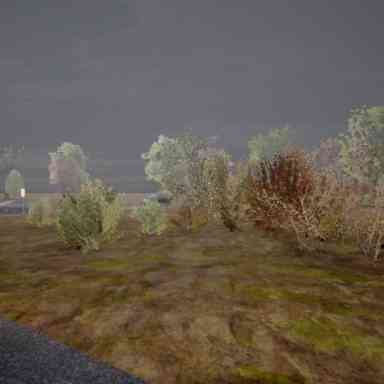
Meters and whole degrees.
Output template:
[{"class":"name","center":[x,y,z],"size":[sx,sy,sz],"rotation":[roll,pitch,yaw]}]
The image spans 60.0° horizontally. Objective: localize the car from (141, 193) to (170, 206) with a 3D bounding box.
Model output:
[{"class":"car","center":[-5.789,1.254,54.519],"size":[2.150,2.045,5.566],"rotation":[0,0,39]}]

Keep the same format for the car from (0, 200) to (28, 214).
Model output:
[{"class":"car","center":[-19.650,1.580,36.537],"size":[1.994,1.385,4.181],"rotation":[0,0,37]}]
